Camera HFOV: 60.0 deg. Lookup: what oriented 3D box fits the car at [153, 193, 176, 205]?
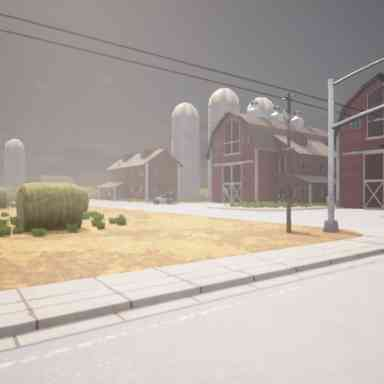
[{"bbox_3d":[-4.739,1.113,57.096,3.866,1.878,1.905,-2,5,11],"label":"car"}]
